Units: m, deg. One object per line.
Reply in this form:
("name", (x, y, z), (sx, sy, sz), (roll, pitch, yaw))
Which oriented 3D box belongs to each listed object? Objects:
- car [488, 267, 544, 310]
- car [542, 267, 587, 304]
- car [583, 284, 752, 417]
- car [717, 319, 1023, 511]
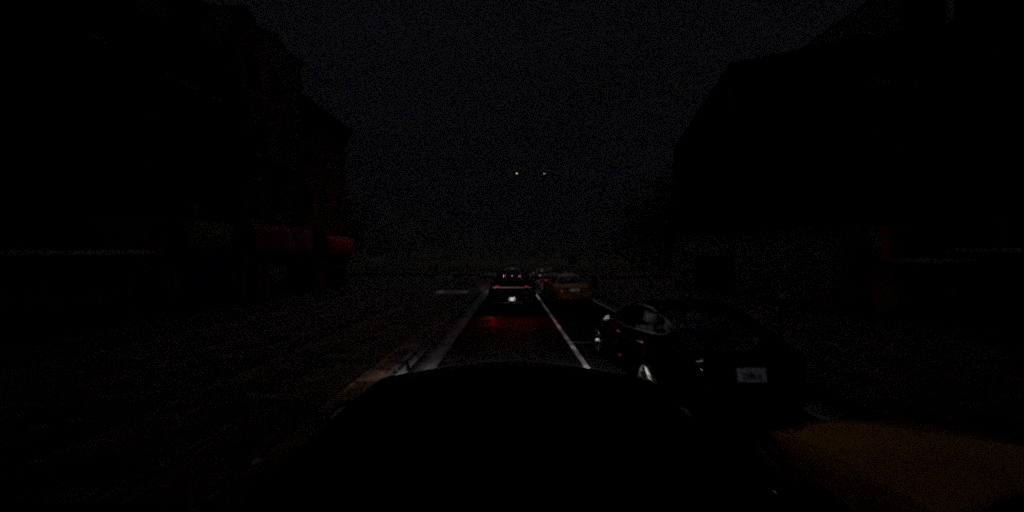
("car", (0.020, 1.365, 15.371), (2.128, 1.511, 4.902), (0, 0, 0))
("car", (2.634, 1.412, 17.222), (1.751, 1.417, 4.829), (0, 0, 0))
("car", (2.636, 1.354, 5.988), (1.948, 1.339, 4.313), (0, 0, 0))
("car", (2.637, 1.264, 0.626), (1.751, 1.417, 4.829), (0, 0, 0))
